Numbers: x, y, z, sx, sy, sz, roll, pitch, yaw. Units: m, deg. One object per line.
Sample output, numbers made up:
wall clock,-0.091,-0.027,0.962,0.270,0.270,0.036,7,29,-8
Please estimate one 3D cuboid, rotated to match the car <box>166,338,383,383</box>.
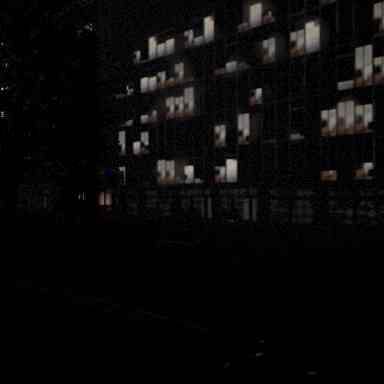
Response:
car,1.602,1.567,1.736,4.313,1.339,1.947,0,0,35
